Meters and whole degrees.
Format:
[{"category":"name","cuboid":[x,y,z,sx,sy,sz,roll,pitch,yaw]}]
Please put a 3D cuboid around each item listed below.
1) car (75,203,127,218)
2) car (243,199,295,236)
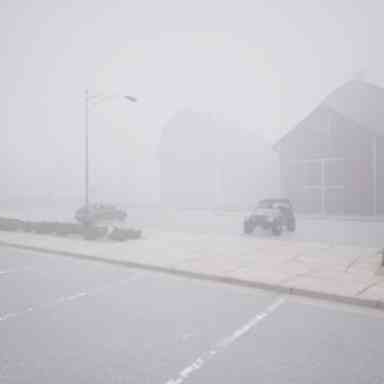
[{"category":"car","cuboid":[-6.987,1.599,25.919,1.816,1.474,4.193,0,0,34]},{"category":"car","cuboid":[4.470,1.335,18.792,1.905,1.878,3.866,0,0,34]}]
